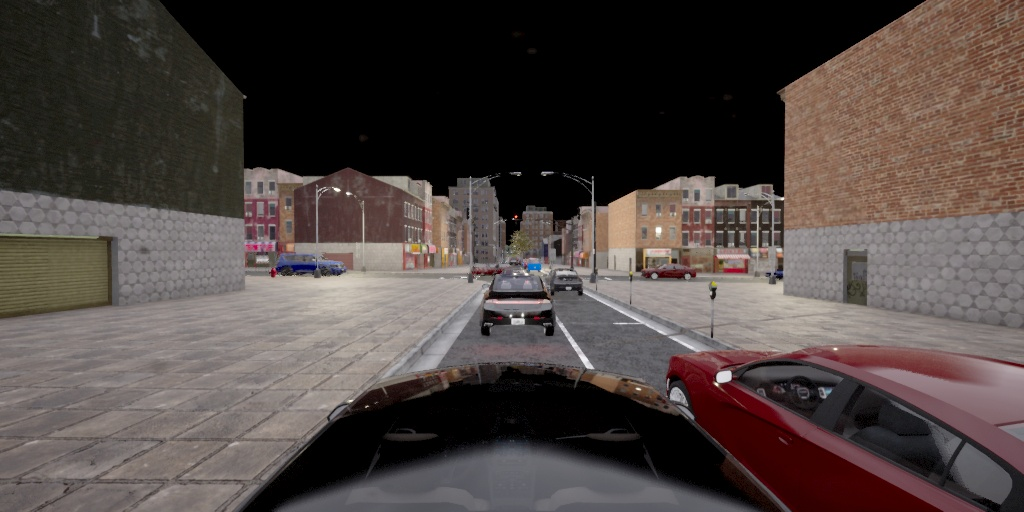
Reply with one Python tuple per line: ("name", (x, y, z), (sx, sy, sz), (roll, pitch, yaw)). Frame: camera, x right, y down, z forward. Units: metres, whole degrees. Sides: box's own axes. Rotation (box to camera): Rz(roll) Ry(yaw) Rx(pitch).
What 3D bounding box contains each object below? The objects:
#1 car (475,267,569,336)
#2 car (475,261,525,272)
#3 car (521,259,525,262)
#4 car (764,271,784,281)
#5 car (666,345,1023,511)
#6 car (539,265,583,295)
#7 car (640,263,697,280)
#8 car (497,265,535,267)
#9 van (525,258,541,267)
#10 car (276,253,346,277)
("car", (0.142, 1.244, 10.393), (2.128, 1.511, 4.902), (0, 0, 0))
("car", (-1.234, 1.381, 34.644), (1.895, 1.301, 4.718), (1, 1, 43))
("car", (2.914, 1.255, 56.839), (2.192, 1.841, 5.009), (0, 0, 0))
("car", (26.849, 1.745, 34.116), (4.718, 1.301, 1.895), (1, 1, 0))
("car", (2.638, 1.295, 2.428), (1.888, 1.381, 4.507), (0, 0, 0))
("car", (2.723, 1.318, 19.303), (2.007, 1.370, 4.403), (0, 0, 0))
("car", (14.863, 1.466, 34.192), (5.008, 1.535, 1.882), (1, 1, 0))
("car", (0.219, 1.371, 20.436), (1.895, 1.301, 4.718), (0, 0, 1))
("van", (2.860, 1.215, 46.258), (1.690, 1.789, 3.998), (0, 0, 0))
("car", (-17.583, 0.817, 31.463), (5.566, 2.045, 2.150), (1, 1, 0))
